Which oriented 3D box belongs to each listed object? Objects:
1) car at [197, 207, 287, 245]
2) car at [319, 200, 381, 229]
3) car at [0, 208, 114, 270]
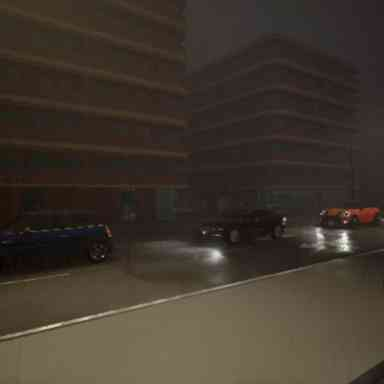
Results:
[{"bbox_3d":[2.470,1.503,15.799,4.892,1.490,1.837,0,0,-36],"label":"car"},{"bbox_3d":[10.254,1.317,21.560,4.553,1.767,2.097,0,0,-36],"label":"car"},{"bbox_3d":[-4.861,1.382,10.373,4.553,1.767,2.097,0,0,-37],"label":"car"}]
